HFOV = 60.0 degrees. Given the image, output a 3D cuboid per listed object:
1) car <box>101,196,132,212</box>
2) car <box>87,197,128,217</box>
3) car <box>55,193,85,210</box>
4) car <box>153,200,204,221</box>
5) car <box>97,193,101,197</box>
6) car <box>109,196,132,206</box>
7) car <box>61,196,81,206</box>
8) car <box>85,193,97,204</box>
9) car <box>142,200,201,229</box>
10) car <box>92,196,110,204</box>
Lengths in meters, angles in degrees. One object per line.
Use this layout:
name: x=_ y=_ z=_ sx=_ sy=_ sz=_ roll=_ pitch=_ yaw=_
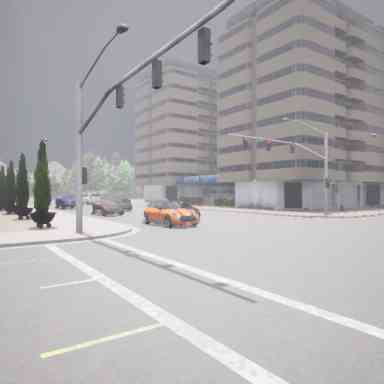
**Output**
car: x=-8.512 y=1.505 z=38.255 sx=1.837 sy=1.490 sz=4.892 roll=0 pitch=0 yaw=-35
car: x=-8.055 y=1.526 z=31.463 sx=1.812 sy=1.442 sz=4.674 roll=0 pitch=0 yaw=-35
car: x=-16.015 y=1.218 z=42.942 sx=2.150 sy=2.045 sz=5.566 roll=0 pitch=0 yaw=-35
car: x=-1.232 y=1.505 z=27.868 sx=1.837 sy=1.490 sz=4.892 roll=0 pitch=0 yaw=-36
car: x=-12.116 y=1.352 z=49.930 sx=2.097 sy=1.767 sz=4.553 roll=0 pitch=0 yaw=-35
car: x=-12.167 y=1.491 z=56.138 sx=2.128 sy=1.511 sz=4.902 roll=0 pitch=0 yaw=-35
car: x=-20.037 y=1.477 z=54.942 sx=1.882 sy=1.535 sz=5.008 roll=0 pitch=0 yaw=-34
car: x=-17.660 y=1.221 z=57.903 sx=2.150 sy=2.045 sz=5.566 roll=0 pitch=0 yaw=-34
car: x=-1.474 y=1.351 z=21.989 sx=2.097 sy=1.767 sz=4.553 roll=0 pitch=0 yaw=-35
car: x=-17.475 y=1.505 z=63.776 sx=1.837 sy=1.490 sz=4.892 roll=0 pitch=0 yaw=-33
